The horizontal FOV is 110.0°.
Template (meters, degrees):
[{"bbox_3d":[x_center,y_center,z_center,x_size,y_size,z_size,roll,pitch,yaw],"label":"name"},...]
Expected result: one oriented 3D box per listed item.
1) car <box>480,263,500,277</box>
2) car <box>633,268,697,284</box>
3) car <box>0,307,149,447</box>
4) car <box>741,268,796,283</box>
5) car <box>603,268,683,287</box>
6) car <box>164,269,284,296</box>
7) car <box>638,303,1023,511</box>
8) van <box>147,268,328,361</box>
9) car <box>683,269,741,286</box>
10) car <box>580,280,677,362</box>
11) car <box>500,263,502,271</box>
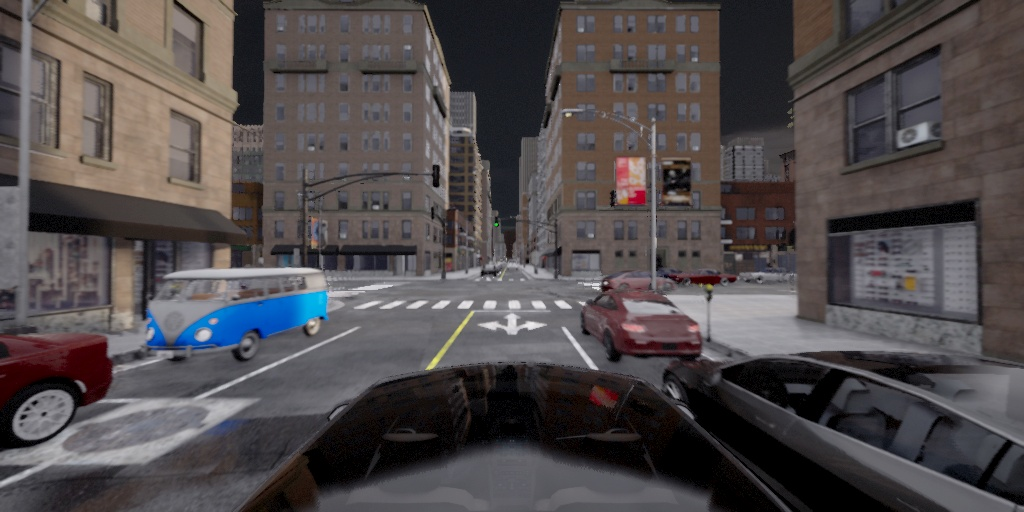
[{"bbox_3d":[-2.825,1.726,44.264,1.882,1.535,5.008,0,-1,0],"label":"car"},{"bbox_3d":[13.240,1.697,31.241,4.718,1.301,1.895,0,-1,-1],"label":"car"},{"bbox_3d":[-5.857,1.305,2.560,1.888,1.381,4.507,0,0,0],"label":"car"},{"bbox_3d":[22.539,1.695,31.346,4.718,1.301,1.895,0,-1,-1],"label":"car"},{"bbox_3d":[7.389,1.520,21.034,4.181,1.385,1.994,0,-1,-11],"label":"car"},{"bbox_3d":[-16.678,1.507,20.955,5.357,1.411,2.033,0,-1,-1],"label":"car"},{"bbox_3d":[2.669,1.326,2.560,1.948,1.339,4.313,0,0,0],"label":"car"},{"bbox_3d":[-5.855,1.165,8.146,1.690,1.789,3.998,0,0,0],"label":"van"},{"bbox_3d":[14.732,1.651,28.006,4.718,1.301,1.895,0,-1,0],"label":"car"},{"bbox_3d":[2.670,1.407,8.145,1.802,1.307,4.207,0,0,0],"label":"car"},{"bbox_3d":[-2.845,1.888,53.782,1.812,1.442,4.674,0,-1,0],"label":"car"}]
